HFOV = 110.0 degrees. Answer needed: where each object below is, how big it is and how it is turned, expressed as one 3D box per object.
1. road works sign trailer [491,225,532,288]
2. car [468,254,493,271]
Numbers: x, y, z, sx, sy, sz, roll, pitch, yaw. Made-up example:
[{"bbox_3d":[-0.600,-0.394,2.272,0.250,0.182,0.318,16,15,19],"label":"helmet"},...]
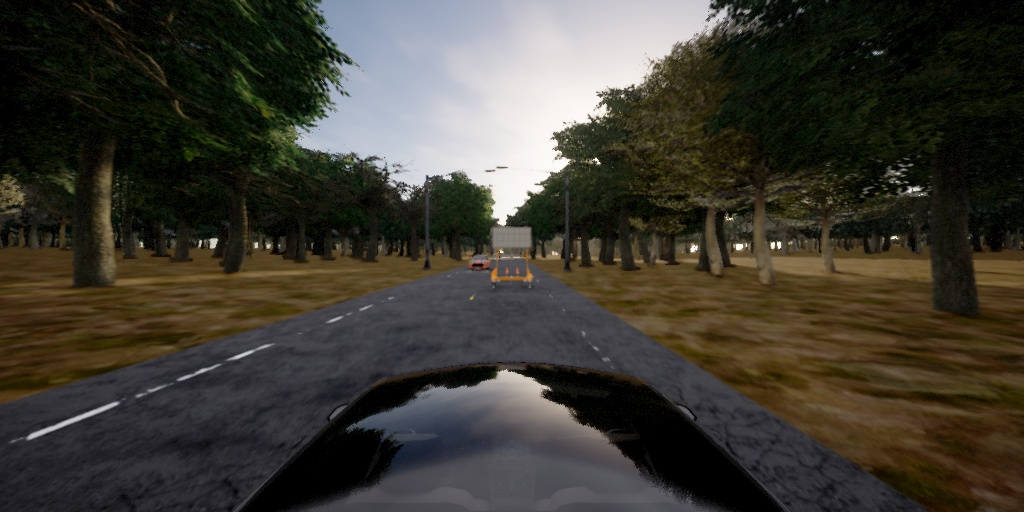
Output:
[{"bbox_3d":[-0.007,-0.023,21.182,2.380,3.560,2.880,0,0,0],"label":"road works sign trailer"},{"bbox_3d":[-3.555,0.651,39.612,2.097,1.767,4.553,0,1,0],"label":"car"}]
